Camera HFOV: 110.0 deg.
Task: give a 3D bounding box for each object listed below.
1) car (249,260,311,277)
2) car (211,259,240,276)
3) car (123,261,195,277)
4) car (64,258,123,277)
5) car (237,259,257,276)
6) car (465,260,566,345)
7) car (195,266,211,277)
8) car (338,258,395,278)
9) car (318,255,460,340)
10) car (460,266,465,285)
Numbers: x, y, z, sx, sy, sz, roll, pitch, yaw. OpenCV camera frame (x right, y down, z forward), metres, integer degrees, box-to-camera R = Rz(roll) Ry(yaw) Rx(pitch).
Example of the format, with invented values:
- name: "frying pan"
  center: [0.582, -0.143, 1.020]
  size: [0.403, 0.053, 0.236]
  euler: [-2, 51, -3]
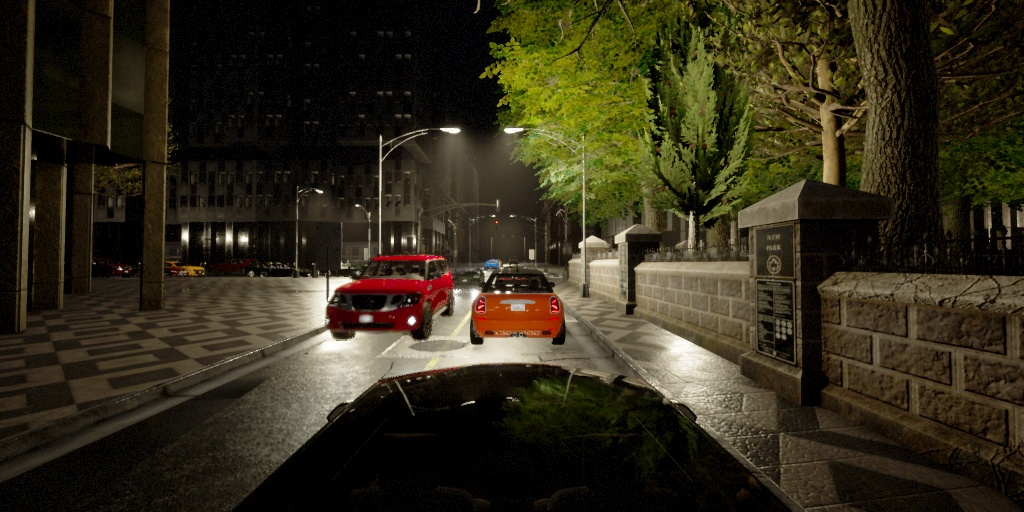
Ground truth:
- name: "car"
  center: [-20.023, 1.289, 31.508]
  size: [4.313, 1.339, 1.948]
  euler: [0, 0, 1]
- name: "car"
  center: [-30.972, 1.236, 40.140]
  size: [5.009, 1.841, 2.192]
  euler: [0, 0, 1]
- name: "car"
  center: [-31.049, 1.320, 31.617]
  size: [4.207, 1.307, 1.802]
  euler: [0, 0, 1]
- name: "car"
  center: [-36.562, 1.061, 31.672]
  size: [5.009, 1.841, 2.192]
  euler: [0, 0, 1]
- name: "car"
  center: [-22.826, 1.289, 34.215]
  size: [4.892, 1.490, 1.837]
  euler: [0, -1, 1]
- name: "car"
  center: [0.128, 1.107, 9.678]
  size: [2.097, 1.767, 4.553]
  euler: [0, 0, 0]
- name: "car"
  center: [-32.331, 1.275, 34.317]
  size: [5.008, 1.535, 1.882]
  euler: [0, -1, 0]
- name: "car"
  center: [-13.742, 1.125, 34.126]
  size: [4.553, 1.767, 2.097]
  euler: [0, -1, 0]
- name: "car"
  center: [-3.066, 0.978, 10.310]
  size: [2.150, 2.045, 5.566]
  euler: [0, 0, 0]
- name: "car"
  center: [-2.906, 1.336, 24.069]
  size: [1.994, 1.385, 4.181]
  euler: [0, 0, 0]
